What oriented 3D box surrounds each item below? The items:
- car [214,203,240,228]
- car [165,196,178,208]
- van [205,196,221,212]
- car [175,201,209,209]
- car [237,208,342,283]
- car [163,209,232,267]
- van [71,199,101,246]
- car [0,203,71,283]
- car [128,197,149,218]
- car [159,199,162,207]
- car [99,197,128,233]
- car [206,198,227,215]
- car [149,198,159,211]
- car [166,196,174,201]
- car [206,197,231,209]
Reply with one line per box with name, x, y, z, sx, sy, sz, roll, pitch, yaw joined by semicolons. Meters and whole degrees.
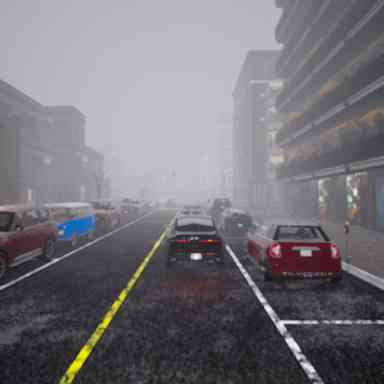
car;2.668;1.619;20.601;2.008;1.369;4.403;1;0;0
car;-3.164;1.673;52.155;1.837;1.490;4.892;0;-1;0
van;2.633;1.477;42.231;1.690;1.788;3.998;1;0;0
car;-0.007;1.633;26.105;2.033;1.411;5.357;0;0;0
car;2.689;1.473;9.788;1.967;1.590;4.097;1;0;0
car;0.053;1.543;11.603;1.837;1.490;4.892;0;0;-2
van;-5.699;1.391;15.187;1.690;1.788;3.998;1;0;0
car;-5.688;1.347;9.780;2.192;1.841;5.009;1;0;0
car;-5.727;1.416;31.409;2.192;1.841;5.009;1;0;0
car;-5.771;1.720;53.036;2.008;1.369;4.403;1;0;0
car;-5.707;1.382;20.594;2.192;1.841;5.009;1;0;0
car;2.640;1.559;36.823;1.967;1.590;4.097;1;0;0
car;-5.749;1.575;42.223;1.967;1.590;4.097;1;0;0
car;-5.916;1.831;90.992;1.887;1.381;4.507;1;0;0
car;2.652;1.417;31.416;2.192;1.841;5.009;1;0;0
